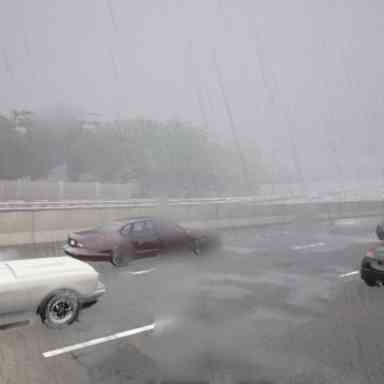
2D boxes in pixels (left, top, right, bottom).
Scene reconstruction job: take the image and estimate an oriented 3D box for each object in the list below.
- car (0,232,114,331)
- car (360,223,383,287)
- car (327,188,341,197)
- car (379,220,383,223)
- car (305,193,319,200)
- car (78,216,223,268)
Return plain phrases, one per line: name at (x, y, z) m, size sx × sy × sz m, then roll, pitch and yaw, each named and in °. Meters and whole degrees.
car at (-3.890, 1.601, 5.270) m, size 4.718 × 1.301 × 1.895 m, roll 0°, pitch 0°, yaw -36°
car at (5.960, 1.555, 8.107) m, size 4.181 × 1.385 × 1.994 m, roll 0°, pitch 0°, yaw -35°
car at (35.156, 0.068, 82.374) m, size 2.150 × 2.045 × 5.566 m, roll 0°, pitch 3°, yaw 39°
car at (10.369, 1.548, 15.401) m, size 4.181 × 1.385 × 1.994 m, roll 0°, pitch 0°, yaw -35°
car at (25.386, 0.950, 69.978) m, size 1.812 × 1.442 × 4.674 m, roll 0°, pitch 2°, yaw 36°
car at (-1.483, 1.543, 11.282) m, size 5.357 × 1.411 × 2.033 m, roll 0°, pitch 0°, yaw -35°
